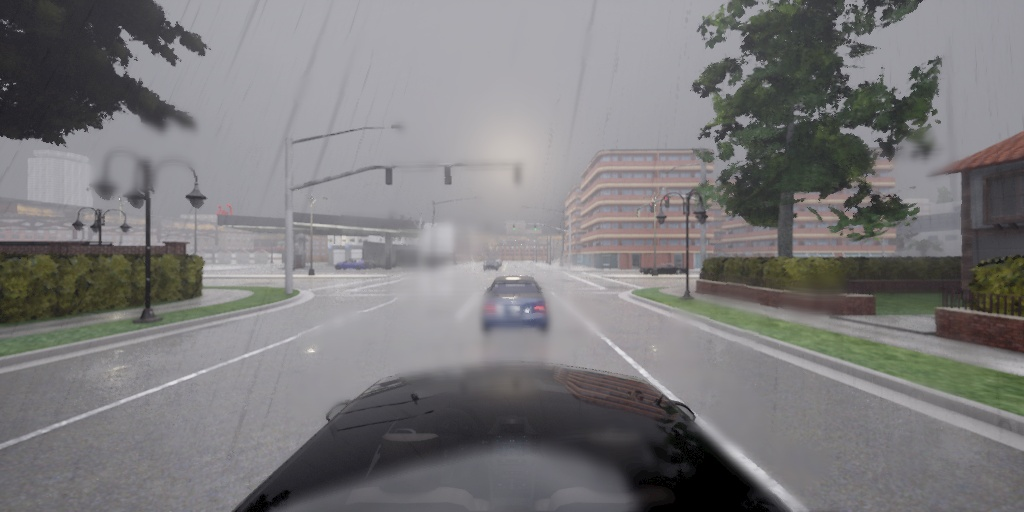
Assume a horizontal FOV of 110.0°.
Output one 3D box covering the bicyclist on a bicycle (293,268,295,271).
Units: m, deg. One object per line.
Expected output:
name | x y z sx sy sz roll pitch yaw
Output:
bicyclist on a bicycle | -29.032 1.312 46.978 0.582 1.620 1.656 -10 5 0

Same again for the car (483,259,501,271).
car | -3.120 1.253 53.475 2.097 1.767 4.553 0 0 0

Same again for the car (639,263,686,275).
car | 16.316 1.459 38.771 4.718 1.301 1.895 0 0 -3

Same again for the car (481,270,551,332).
car | 0.095 1.325 11.000 2.033 1.411 5.357 0 0 0
